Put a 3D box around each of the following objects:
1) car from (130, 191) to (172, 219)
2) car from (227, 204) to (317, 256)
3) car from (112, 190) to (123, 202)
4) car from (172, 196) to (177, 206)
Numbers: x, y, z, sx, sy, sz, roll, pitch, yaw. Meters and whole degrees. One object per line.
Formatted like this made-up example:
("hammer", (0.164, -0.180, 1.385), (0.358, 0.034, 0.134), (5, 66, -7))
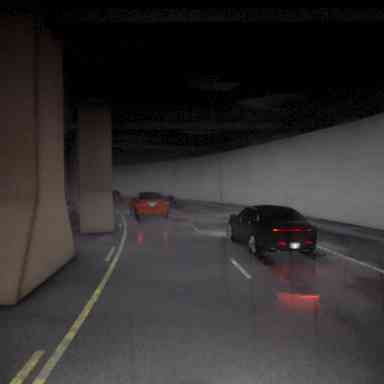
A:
("car", (-3.027, 0.769, 22.617), (2.097, 1.767, 4.553), (0, 2, -15))
("car", (2.585, 1.195, 11.774), (1.837, 1.490, 4.892), (0, 1, -8))
("car", (-9.695, 0.494, 40.190), (1.812, 1.442, 4.674), (-1, 2, -28))
("car", (-3.089, 0.727, 33.818), (1.895, 1.301, 4.718), (-1, 2, -21))
